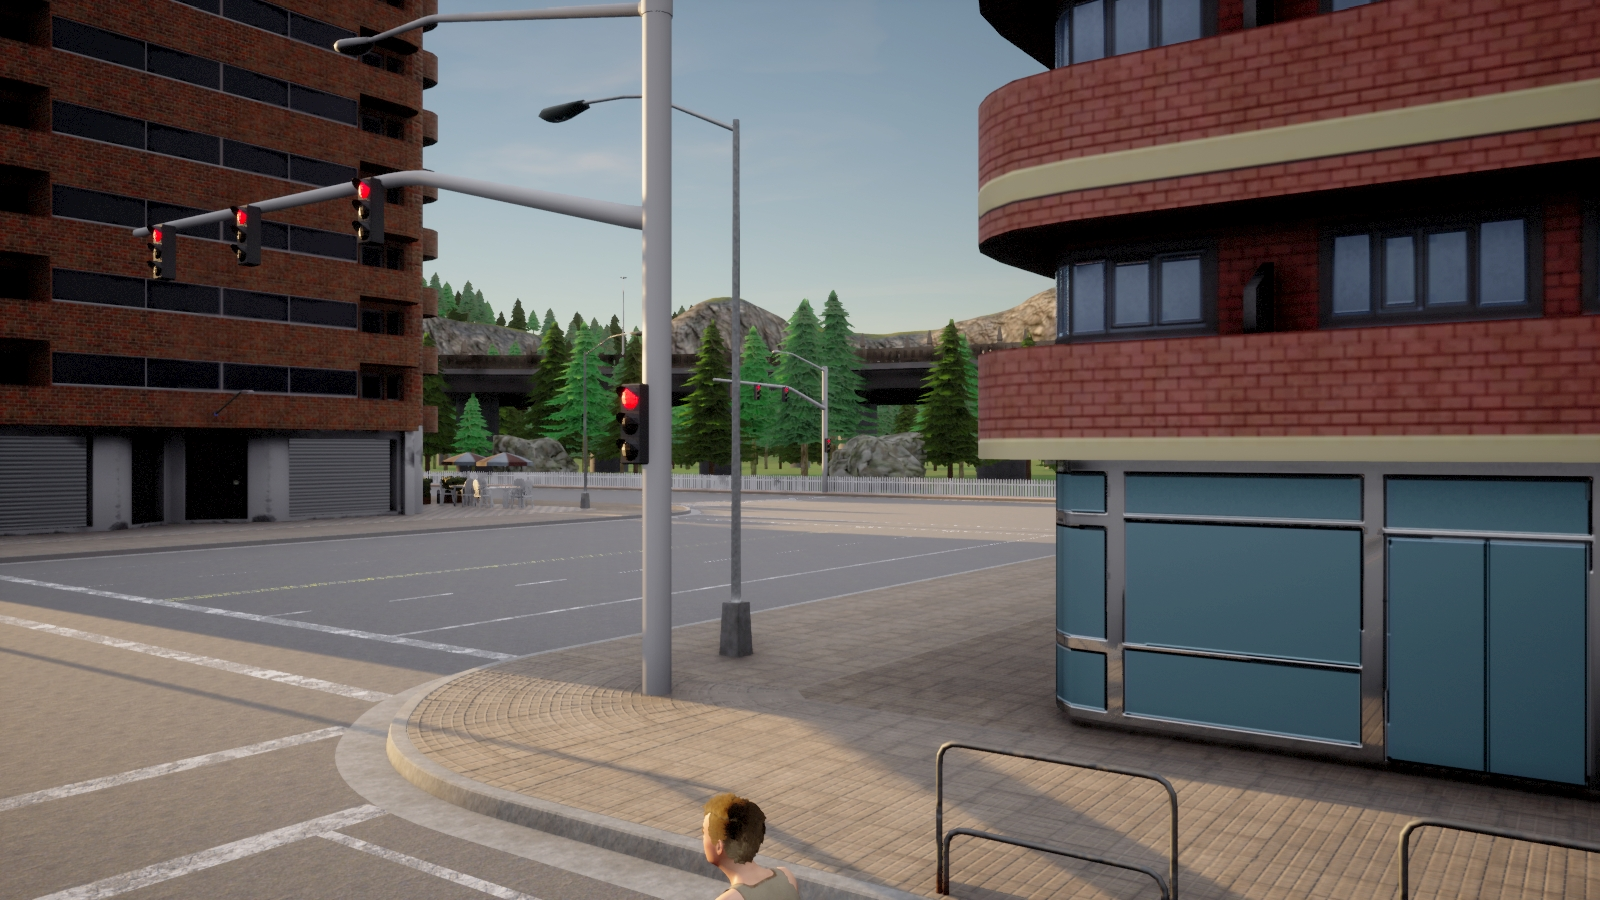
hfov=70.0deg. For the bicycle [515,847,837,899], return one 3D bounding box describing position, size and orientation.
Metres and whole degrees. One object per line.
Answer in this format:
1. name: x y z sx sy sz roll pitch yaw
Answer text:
1. bicycle: -0.301 2.233 4.022 1.487 1.126 0.859 0 0 35
